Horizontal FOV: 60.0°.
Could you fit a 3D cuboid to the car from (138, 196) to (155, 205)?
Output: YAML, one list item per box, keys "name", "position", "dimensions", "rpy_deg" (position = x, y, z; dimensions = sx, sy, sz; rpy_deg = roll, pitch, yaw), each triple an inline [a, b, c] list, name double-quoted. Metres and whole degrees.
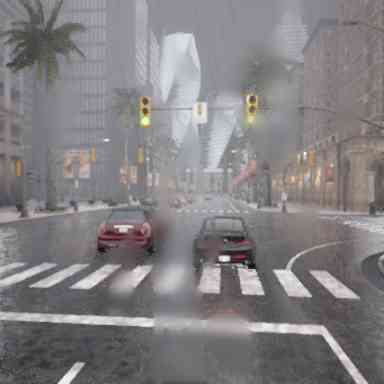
- name: "car"
  position: [-8.276, 1.575, 61.351]
  dimensions: [2.161, 1.482, 4.786]
  rpy_deg: [0, 0, 5]

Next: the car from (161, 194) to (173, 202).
- name: "car"
  position: [-6.221, 1.464, 83.186]
  dimensions: [2.185, 1.767, 4.553]
  rpy_deg: [0, 0, 5]

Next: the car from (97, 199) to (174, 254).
- name: "car"
  position: [-2.225, 1.364, 13.777]
  dimensions: [2.097, 1.767, 4.553]
  rpy_deg: [0, 0, 5]

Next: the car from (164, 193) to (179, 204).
- name: "car"
  position: [-4.284, 1.322, 69.965]
  dimensions: [2.150, 2.045, 5.566]
  rpy_deg: [0, 0, 5]

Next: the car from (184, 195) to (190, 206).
- name: "car"
  position: [-1.948, 1.565, 57.407]
  dimensions: [1.882, 1.535, 5.008]
  rpy_deg: [0, 0, 6]

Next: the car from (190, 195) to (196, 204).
- name: "car"
  position: [-0.999, 1.462, 67.479]
  dimensions: [2.097, 1.767, 4.553]
  rpy_deg: [0, 0, 5]

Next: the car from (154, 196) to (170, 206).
- name: "car"
  position: [-5.258, 1.552, 59.423]
  dimensions: [1.882, 1.535, 5.008]
  rpy_deg: [0, 0, 6]

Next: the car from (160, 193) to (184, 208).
- name: "car"
  position: [-2.824, 1.420, 48.321]
  dimensions: [2.097, 1.767, 4.553]
  rpy_deg: [0, 0, 5]

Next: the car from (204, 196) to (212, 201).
- name: "car"
  position: [4.425, 1.700, 89.652]
  dimensions: [1.812, 1.442, 4.674]
  rpy_deg: [0, 0, 5]

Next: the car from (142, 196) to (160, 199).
- name: "car"
  position: [-6.248, 1.529, 49.266]
  dimensions: [1.882, 1.535, 5.008]
  rpy_deg: [0, 0, 5]

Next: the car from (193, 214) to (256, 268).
- name: "car"
  position: [1.080, 1.532, 11.400]
  dimensions: [1.837, 1.490, 4.892]
  rpy_deg: [0, 0, 5]
